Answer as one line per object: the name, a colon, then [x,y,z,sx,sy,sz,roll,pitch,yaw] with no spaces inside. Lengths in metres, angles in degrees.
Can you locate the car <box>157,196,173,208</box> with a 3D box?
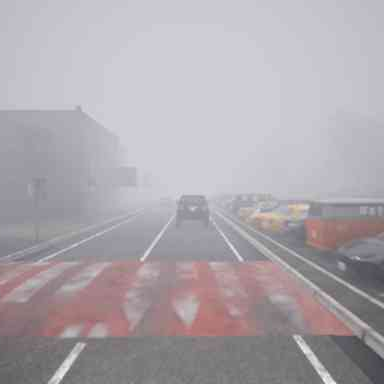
car: [-3.535,1.376,44.944,1.837,1.490,4.892,0,0,0]

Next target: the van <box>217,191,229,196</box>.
van: [5.985,1.157,45.257,4.442,1.987,1.878,0,1,0]

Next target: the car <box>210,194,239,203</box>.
car: [5.746,1.136,59.265,5.008,1.535,2.097,0,1,0]

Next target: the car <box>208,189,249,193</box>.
car: [5.770,0.986,53.610,5.566,2.045,2.435,0,1,0]

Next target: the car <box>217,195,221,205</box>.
car: [5.897,1.451,42.301,4.674,1.452,2.002,0,0,0]

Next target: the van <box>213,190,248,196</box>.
van: [5.939,1.062,50.787,4.442,1.987,1.878,0,1,0]

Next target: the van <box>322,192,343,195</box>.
van: [18.371,1.189,39.627,4.442,1.987,1.878,0,0,0]

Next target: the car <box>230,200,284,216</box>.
car: [5.992,1.459,30.990,4.674,1.452,2.002,0,0,0]

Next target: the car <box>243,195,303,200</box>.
car: [6.092,1.295,22.513,4.553,1.767,2.185,0,0,0]

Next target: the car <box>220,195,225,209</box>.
car: [5.936,1.417,36.641,5.008,1.535,2.097,0,0,0]

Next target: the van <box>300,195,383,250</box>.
van: [6.273,1.198,11.212,4.442,1.987,1.878,0,0,0]

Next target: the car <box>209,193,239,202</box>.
car: [5.912,1.082,62.092,5.366,1.575,1.946,0,1,0]

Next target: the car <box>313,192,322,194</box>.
car: [18.392,1.082,48.238,5.566,2.045,2.435,0,1,0]

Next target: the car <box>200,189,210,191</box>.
car: [5.220,0.708,93.898,4.674,1.452,2.002,1,1,0]

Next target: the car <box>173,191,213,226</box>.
car: [0.046,1.187,23.321,2.150,2.045,5.566,0,0,0]

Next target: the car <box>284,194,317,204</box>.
car: [18.358,1.185,56.588,4.892,1.521,2.231,0,1,0]

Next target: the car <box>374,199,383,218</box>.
car: [18.588,1.419,28.332,4.892,1.521,2.231,0,0,0]

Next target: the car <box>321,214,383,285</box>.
car: [6.151,1.454,8.385,4.792,1.488,2.163,0,0,0]

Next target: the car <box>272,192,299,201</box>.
car: [18.250,0.907,65.055,4.553,1.767,2.185,0,1,0]

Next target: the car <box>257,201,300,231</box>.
car: [6.294,1.419,16.863,5.366,1.575,1.946,0,0,0]

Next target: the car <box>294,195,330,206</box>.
car: [18.367,1.313,51.066,4.792,1.488,2.163,0,1,0]

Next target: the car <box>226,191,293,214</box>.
car: [6.042,1.168,28.165,5.566,2.045,2.435,0,0,0]

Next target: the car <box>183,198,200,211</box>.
car: [-0.064,1.466,40.829,1.994,1.385,4.181,0,0,0]

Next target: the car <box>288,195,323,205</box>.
car: [18.344,1.262,53.890,4.792,1.488,2.163,0,1,0]

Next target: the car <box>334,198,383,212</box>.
car: [18.544,1.445,36.802,4.792,1.488,2.163,0,0,-1]

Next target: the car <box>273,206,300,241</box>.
car: [6.130,1.463,14.036,4.674,1.452,2.002,0,0,0]

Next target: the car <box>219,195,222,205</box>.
car: [5.915,1.457,39.467,4.674,1.452,2.002,0,0,0]

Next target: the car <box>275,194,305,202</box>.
car: [18.299,1.081,62.358,5.008,1.535,2.097,0,1,0]

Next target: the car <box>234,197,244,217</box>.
car: [6.223,1.417,25.340,5.366,1.575,1.946,0,0,0]

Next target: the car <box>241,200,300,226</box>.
car: [5.899,1.419,19.686,5.366,1.575,1.946,0,0,0]

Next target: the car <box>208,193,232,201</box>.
car: [5.681,1.024,67.741,4.674,1.452,2.002,0,1,0]

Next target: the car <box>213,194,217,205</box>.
car: [5.849,1.378,47.966,4.674,1.452,2.002,0,1,0]
